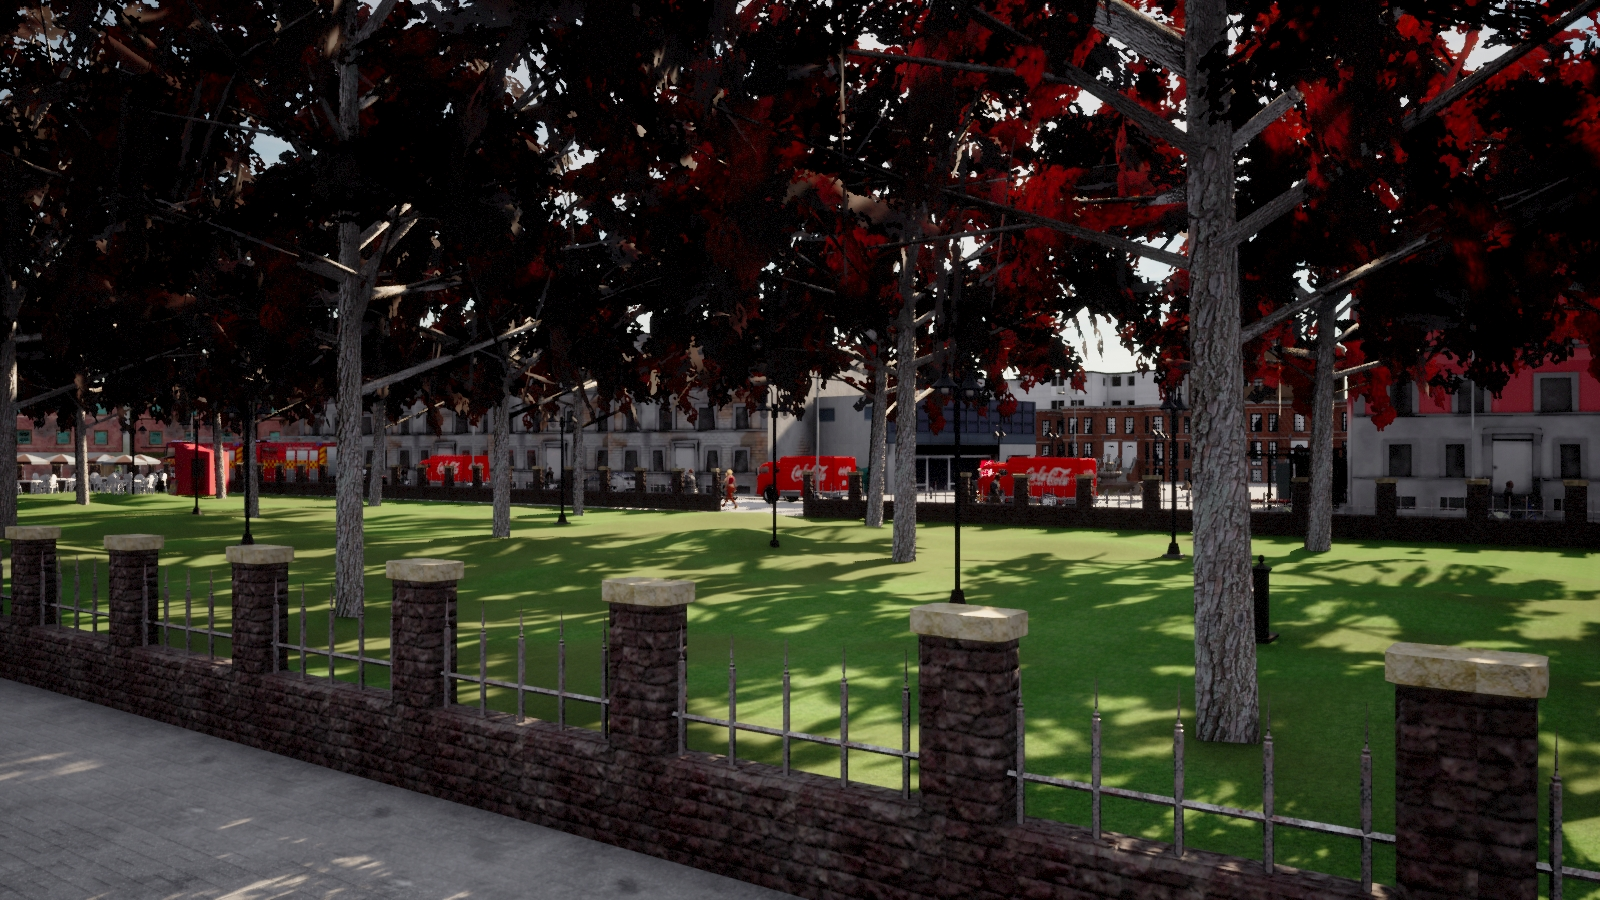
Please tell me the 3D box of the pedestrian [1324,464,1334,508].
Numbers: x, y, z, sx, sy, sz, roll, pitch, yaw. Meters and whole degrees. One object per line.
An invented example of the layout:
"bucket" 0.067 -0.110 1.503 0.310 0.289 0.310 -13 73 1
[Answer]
"pedestrian" 22.565 1.524 48.748 0.375 1.860 0.375 0 0 25

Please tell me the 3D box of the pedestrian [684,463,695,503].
"pedestrian" -5.101 1.525 52.714 0.375 1.860 0.375 0 0 26

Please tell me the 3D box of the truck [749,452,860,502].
"truck" 0.205 1.347 59.636 5.204 2.467 2.627 0 0 35

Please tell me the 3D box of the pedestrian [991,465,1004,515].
"pedestrian" 7.545 1.524 43.713 0.375 1.860 0.375 0 0 34

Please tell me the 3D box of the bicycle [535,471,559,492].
"bicycle" -15.681 1.940 70.806 1.835 1.271 0.329 0 0 35

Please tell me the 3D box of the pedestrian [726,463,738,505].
"pedestrian" -3.059 1.522 51.316 0.375 1.860 0.375 0 0 36

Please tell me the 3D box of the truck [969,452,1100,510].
"truck" 10.696 1.354 52.251 5.204 2.467 2.627 1 0 35

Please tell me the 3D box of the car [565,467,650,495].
"car" -11.432 1.827 67.802 4.902 1.511 2.128 0 0 35
